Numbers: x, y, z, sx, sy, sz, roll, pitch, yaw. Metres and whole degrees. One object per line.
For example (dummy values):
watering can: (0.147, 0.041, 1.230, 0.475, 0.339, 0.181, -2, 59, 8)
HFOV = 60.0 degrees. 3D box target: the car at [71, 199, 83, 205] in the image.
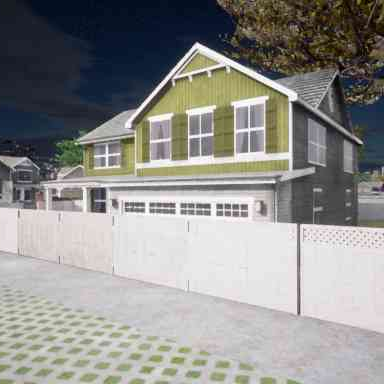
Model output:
car: (-14.677, 1.643, 42.716, 1.837, 1.490, 4.892, 0, -1, 20)
